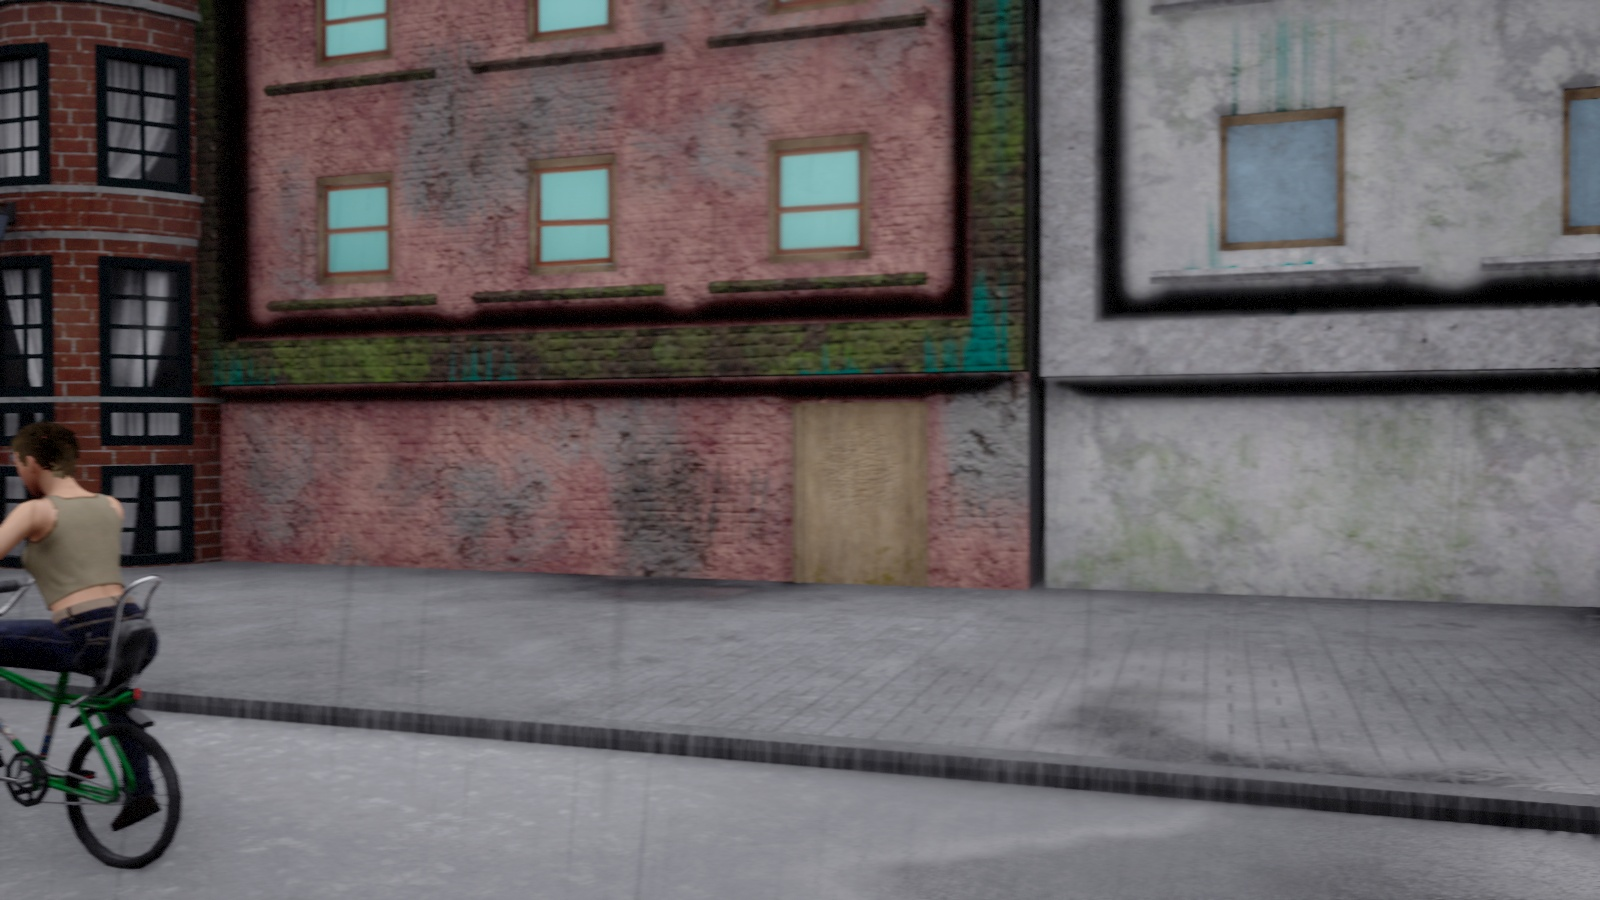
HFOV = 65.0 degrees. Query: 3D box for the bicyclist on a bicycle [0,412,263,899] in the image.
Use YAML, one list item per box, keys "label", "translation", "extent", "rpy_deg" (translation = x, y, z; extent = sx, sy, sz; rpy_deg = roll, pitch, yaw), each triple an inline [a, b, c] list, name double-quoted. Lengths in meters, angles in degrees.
- label: "bicyclist on a bicycle"
  translation: [-2.958, 0.675, 4.710]
  extent: [1.509, 1.612, 0.866]
  rpy_deg: [3, 2, 19]
